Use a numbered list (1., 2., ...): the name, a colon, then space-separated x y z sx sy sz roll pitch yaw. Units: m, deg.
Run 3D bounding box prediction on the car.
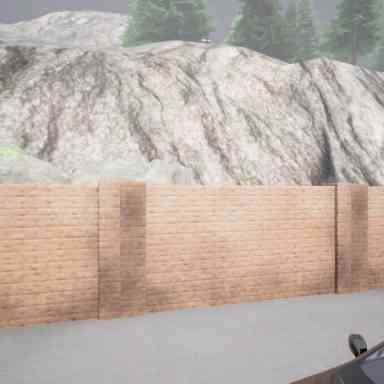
1. car: 2.235 1.492 1.870 4.902 1.511 2.128 0 0 -18
